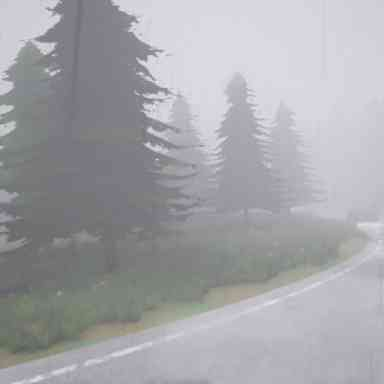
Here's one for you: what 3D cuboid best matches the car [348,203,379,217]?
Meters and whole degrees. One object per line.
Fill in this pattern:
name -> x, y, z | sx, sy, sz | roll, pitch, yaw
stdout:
car -> 21.251, 2.212, 41.361 | 1.882, 1.535, 5.008 | -4, -2, 10

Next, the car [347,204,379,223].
car -> 16.098, 2.186, 31.534 | 1.994, 1.385, 4.181 | -4, -2, 12
